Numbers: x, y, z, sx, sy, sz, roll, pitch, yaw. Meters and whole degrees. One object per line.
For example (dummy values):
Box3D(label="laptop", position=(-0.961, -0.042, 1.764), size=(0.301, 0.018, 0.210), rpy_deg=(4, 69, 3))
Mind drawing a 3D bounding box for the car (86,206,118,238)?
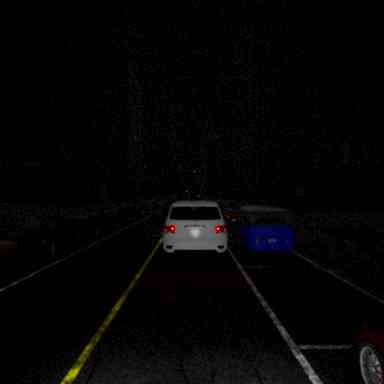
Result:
Box3D(label="car", position=(-5.783, 1.711, 18.862), size=(1.887, 1.381, 4.507), rpy_deg=(0, -1, 0))

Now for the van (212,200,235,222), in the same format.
Box3D(label="van", position=(2.766, 1.607, 29.900), size=(1.690, 1.788, 3.998), rpy_deg=(0, -1, 0))

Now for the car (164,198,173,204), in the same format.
Box3D(label="car", position=(-5.801, 2.328, 83.636), size=(2.008, 1.369, 4.403), rpy_deg=(0, -1, 0))

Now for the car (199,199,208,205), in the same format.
Box3D(label="car", position=(2.727, 2.274, 78.707), size=(1.887, 1.381, 4.507), rpy_deg=(0, -1, 0))

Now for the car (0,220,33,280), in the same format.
Box3D(label="car", position=(-5.775, 1.593, 7.642), size=(1.752, 1.417, 4.829), rpy_deg=(0, -1, 0))

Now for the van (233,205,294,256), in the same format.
Box3D(label="van", position=(2.772, 1.460, 13.326), size=(1.690, 1.788, 3.998), rpy_deg=(0, -1, 0))

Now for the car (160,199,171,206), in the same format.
Box3D(label="car", position=(-5.795, 2.218, 73.059), size=(1.887, 1.381, 4.507), rpy_deg=(0, -1, 0))

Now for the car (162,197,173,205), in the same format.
Box3D(label="car", position=(-5.797, 2.040, 78.350), size=(2.192, 1.841, 5.009), rpy_deg=(0, -1, 0))

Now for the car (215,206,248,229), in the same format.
Box3D(label="car", position=(2.768, 1.761, 24.373), size=(1.887, 1.381, 4.507), rpy_deg=(0, -1, 0))

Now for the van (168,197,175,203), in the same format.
Box3D(label="van", position=(-5.805, 2.226, 94.216), size=(1.690, 1.788, 3.998), rpy_deg=(0, -1, 0))

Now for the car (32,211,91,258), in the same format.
Box3D(label="car", position=(-5.780, 1.663, 13.337), size=(1.887, 1.381, 4.507), rpy_deg=(0, -1, 0))

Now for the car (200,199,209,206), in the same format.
Box3D(label="car", position=(2.730, 2.242, 73.294), size=(1.947, 1.339, 4.313), rpy_deg=(0, -1, 0))

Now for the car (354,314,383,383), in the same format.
Box3D(label="car", position=(2.775, 1.603, 2.274), size=(1.802, 1.307, 4.206), rpy_deg=(0, -1, 0))

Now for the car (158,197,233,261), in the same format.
Box3D(label="car", position=(0.095, 1.335, 12.906), size=(2.150, 2.045, 5.566), rpy_deg=(0, -1, 0))

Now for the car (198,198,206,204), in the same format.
Box3D(label="car", position=(2.721, 2.388, 89.533), size=(2.008, 1.369, 4.403), rpy_deg=(0, -1, 0))

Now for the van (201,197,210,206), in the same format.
Box3D(label="van", position=(2.733, 1.964, 67.883), size=(1.690, 1.788, 3.998), rpy_deg=(0, -1, 0))

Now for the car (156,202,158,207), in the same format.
Box3D(label="car", position=(-5.796, 2.094, 62.309), size=(1.752, 1.417, 4.829), rpy_deg=(0, -1, 0))

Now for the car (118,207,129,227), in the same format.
Box3D(label="car", position=(-5.787, 1.761, 24.387), size=(1.887, 1.381, 4.507), rpy_deg=(0, -1, 0))
